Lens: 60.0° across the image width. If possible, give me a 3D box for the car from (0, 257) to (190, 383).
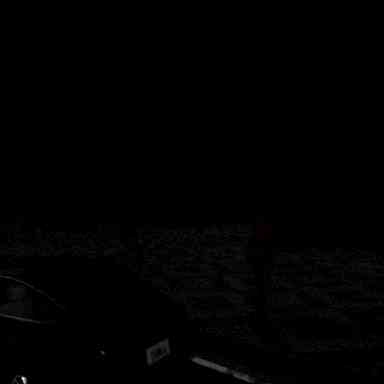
[{"bbox_3d":[-2.016,1.567,4.403,4.313,1.339,1.947,0,0,35],"label":"car"}]
